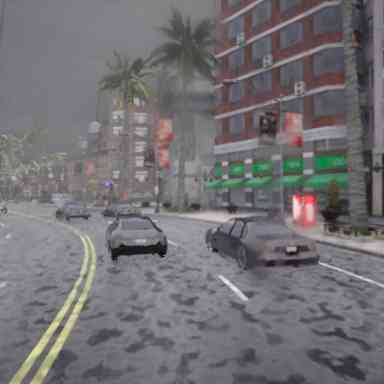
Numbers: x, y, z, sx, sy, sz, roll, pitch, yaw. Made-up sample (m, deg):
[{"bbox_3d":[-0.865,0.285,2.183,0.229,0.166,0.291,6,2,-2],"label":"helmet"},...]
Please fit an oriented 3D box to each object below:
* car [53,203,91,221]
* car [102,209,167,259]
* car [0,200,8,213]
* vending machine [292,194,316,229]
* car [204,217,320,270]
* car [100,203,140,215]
[{"bbox_3d":[-10.277,1.657,28.382,2.033,1.411,5.357,0,0,-37],"label":"car"},{"bbox_3d":[-2.266,1.594,12.877,1.994,1.385,4.181,0,0,-17],"label":"car"},{"bbox_3d":[-22.940,1.717,39.122,2.128,1.511,4.902,0,0,-37],"label":"car"},{"bbox_3d":[6.819,1.158,20.287,1.100,2.100,0.880,0,0,-22],"label":"vending machine"},{"bbox_3d":[1.970,1.541,11.081,2.033,1.411,5.357,0,0,-14],"label":"car"},{"bbox_3d":[-6.221,1.624,28.716,2.033,1.411,5.357,0,0,-36],"label":"car"}]
